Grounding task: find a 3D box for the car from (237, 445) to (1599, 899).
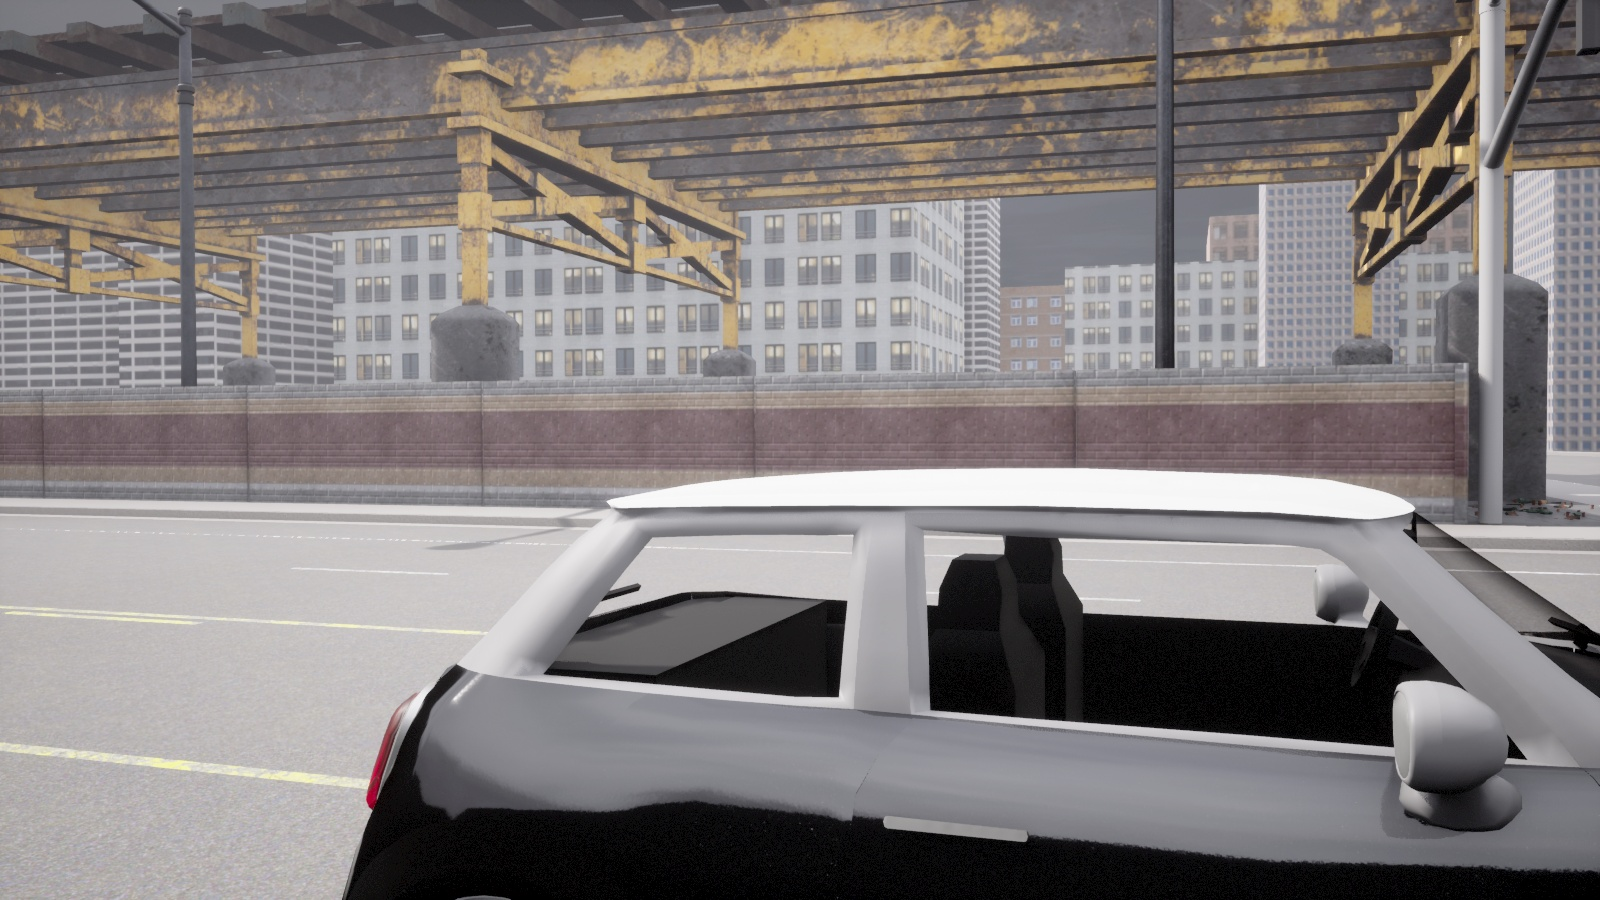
[{"bbox_3d":[0.986,0.750,2.861,3.806,1.475,1.970,1,1,18],"label":"car"}]
